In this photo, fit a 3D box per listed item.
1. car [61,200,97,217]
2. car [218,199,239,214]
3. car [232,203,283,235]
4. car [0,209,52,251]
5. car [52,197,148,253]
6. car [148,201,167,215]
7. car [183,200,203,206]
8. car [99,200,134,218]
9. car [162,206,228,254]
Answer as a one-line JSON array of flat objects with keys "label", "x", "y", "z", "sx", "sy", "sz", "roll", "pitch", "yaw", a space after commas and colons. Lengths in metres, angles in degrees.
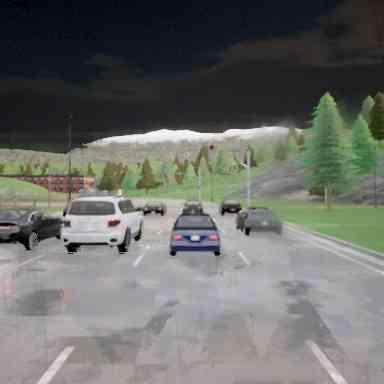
[{"label": "car", "x": -10.417, "y": 1.493, "z": 31.048, "sx": 1.994, "sy": 1.385, "sz": 4.181, "roll": 0, "pitch": 0, "yaw": 0}, {"label": "car", "x": 3.572, "y": 1.406, "z": 31.661, "sx": 1.882, "sy": 1.535, "sz": 5.008, "roll": 0, "pitch": 0, "yaw": 0}, {"label": "car", "x": 3.604, "y": 1.520, "z": 18.465, "sx": 1.994, "sy": 1.385, "sz": 4.181, "roll": 0, "pitch": 0, "yaw": 0}, {"label": "car", "x": -6.897, "y": 1.459, "z": 13.968, "sx": 2.128, "sy": 1.511, "sz": 4.902, "roll": 0, "pitch": 0, "yaw": 0}, {"label": "car", "x": -3.400, "y": 1.192, "z": 13.636, "sx": 2.150, "sy": 2.045, "sz": 5.566, "roll": 0, "pitch": 0, "yaw": 0}, {"label": "car", "x": -3.412, "y": 1.529, "z": 31.404, "sx": 1.895, "sy": 1.301, "sz": 4.718, "roll": 0, "pitch": 0, "yaw": 0}, {"label": "car", "x": 0.087, "y": 1.456, "z": 30.998, "sx": 1.812, "sy": 1.442, "sz": 4.674, "roll": 0, "pitch": 0, "yaw": 0}, {"label": "car", "x": -6.909, "y": 1.476, "z": 30.967, "sx": 2.033, "sy": 1.411, "sz": 5.357, "roll": 0, "pitch": 0, "yaw": 0}, {"label": "car", "x": 0.102, "y": 1.517, "z": 13.211, "sx": 2.033, "sy": 1.411, "sz": 5.357, "roll": 0, "pitch": 0, "yaw": 0}]
